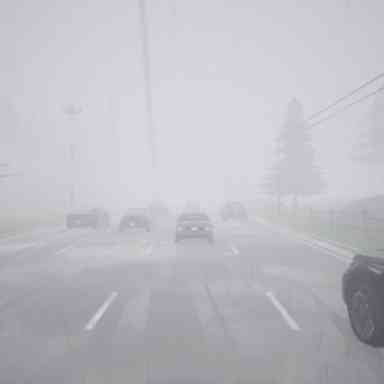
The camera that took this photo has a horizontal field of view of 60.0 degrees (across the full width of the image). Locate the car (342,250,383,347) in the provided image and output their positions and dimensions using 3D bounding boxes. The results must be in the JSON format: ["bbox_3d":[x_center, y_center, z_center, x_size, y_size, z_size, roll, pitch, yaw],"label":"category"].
[{"bbox_3d":[3.599,1.242,3.254,2.150,2.045,5.566,0,0,0],"label":"car"}]

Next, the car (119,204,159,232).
[{"bbox_3d":[-3.440,1.710,21.447,1.812,1.442,4.674,0,0,0],"label":"car"}]

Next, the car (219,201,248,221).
[{"bbox_3d":[3.584,1.590,29.607,2.097,1.767,4.553,0,0,0],"label":"car"}]

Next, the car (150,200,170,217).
[{"bbox_3d":[-3.423,1.644,34.561,2.097,1.767,4.553,0,-1,0],"label":"car"}]

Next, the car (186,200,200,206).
[{"bbox_3d":[0.077,1.855,45.704,1.882,1.535,5.008,0,0,0],"label":"car"}]

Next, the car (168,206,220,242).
[{"bbox_3d":[0.093,1.689,17.099,2.033,1.411,5.357,0,0,0],"label":"car"}]

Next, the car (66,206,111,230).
[{"bbox_3d":[-6.912,1.679,22.634,1.882,1.535,5.008,0,0,0],"label":"car"}]
